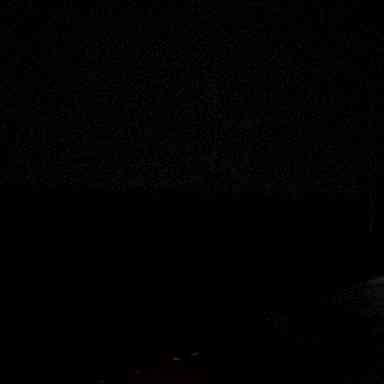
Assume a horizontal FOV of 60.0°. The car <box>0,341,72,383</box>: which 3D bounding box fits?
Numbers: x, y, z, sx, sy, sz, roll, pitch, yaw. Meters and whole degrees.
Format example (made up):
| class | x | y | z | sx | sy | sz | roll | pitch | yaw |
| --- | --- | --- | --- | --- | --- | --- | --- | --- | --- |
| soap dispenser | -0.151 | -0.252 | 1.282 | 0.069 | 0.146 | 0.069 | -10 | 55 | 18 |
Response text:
| class | x | y | z | sx | sy | sz | roll | pitch | yaw |
| --- | --- | --- | --- | --- | --- | --- | --- | --- | --- |
| car | -2.748 | 1.601 | 1.107 | 4.718 | 1.301 | 1.895 | 0 | 0 | -35 |
